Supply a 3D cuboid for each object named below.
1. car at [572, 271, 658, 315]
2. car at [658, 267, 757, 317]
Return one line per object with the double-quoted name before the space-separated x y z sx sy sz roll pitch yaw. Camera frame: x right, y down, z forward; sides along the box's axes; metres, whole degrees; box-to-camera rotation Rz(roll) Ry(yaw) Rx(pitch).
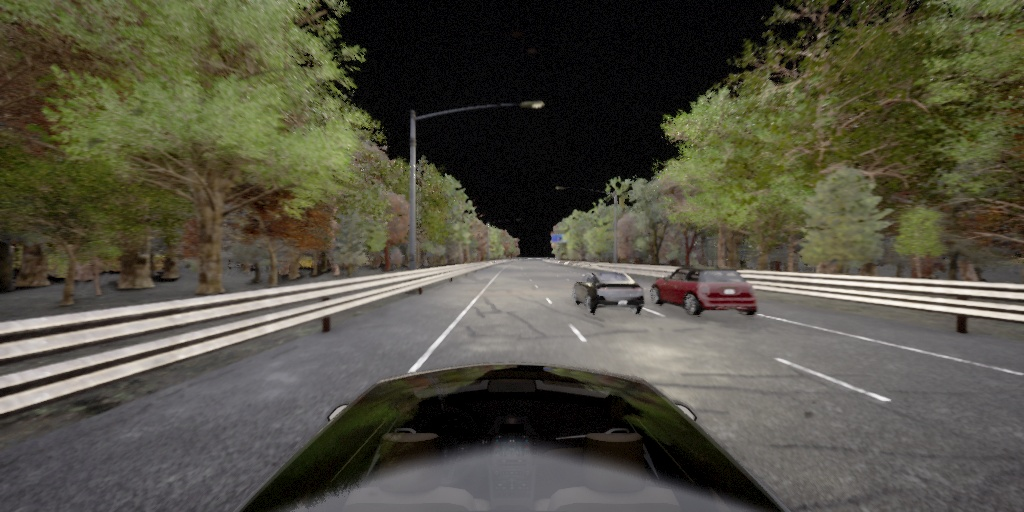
"car" 3.592 1.329 14.058 2.128 1.511 4.902 0 0 0
"car" 7.091 1.189 13.824 2.097 1.767 4.553 0 0 0
